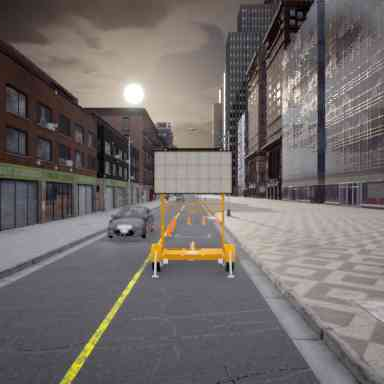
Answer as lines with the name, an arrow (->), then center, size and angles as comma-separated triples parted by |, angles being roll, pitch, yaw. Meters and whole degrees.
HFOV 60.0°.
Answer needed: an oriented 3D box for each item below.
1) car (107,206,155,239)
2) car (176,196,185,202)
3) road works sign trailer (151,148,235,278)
car -> -3.046, 1.502, 17.440 | 2.128, 1.511, 4.902 | 0, 0, 0
car -> -2.754, 1.665, 79.090 | 1.994, 1.385, 4.181 | 0, 0, 0
road works sign trailer -> 0.031, 0.468, 10.171 | 2.380, 3.560, 2.880 | 0, 0, 0
